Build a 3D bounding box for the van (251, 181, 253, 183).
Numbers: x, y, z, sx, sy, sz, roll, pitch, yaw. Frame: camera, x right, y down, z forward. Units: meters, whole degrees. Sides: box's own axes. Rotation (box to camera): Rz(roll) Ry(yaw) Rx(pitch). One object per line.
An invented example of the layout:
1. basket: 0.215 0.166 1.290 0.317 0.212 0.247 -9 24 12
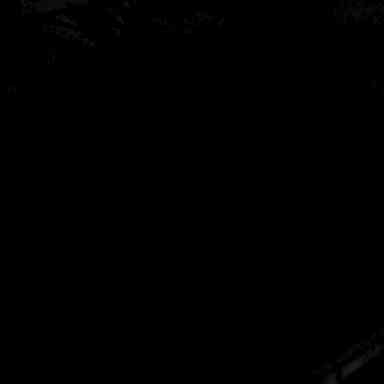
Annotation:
1. van: 14.094 -1.894 85.009 1.878 1.987 4.442 5 3 36
